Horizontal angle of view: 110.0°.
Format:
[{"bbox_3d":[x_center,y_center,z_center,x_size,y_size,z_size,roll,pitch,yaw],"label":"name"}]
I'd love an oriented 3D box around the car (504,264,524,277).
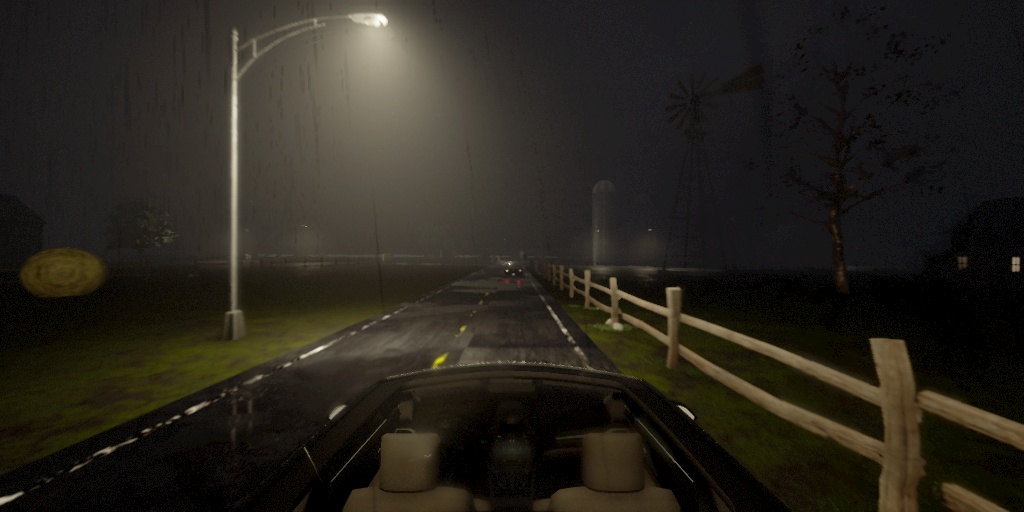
[{"bbox_3d":[0.157,1.397,35.340,1.895,1.301,4.718,0,0,0],"label":"car"}]
